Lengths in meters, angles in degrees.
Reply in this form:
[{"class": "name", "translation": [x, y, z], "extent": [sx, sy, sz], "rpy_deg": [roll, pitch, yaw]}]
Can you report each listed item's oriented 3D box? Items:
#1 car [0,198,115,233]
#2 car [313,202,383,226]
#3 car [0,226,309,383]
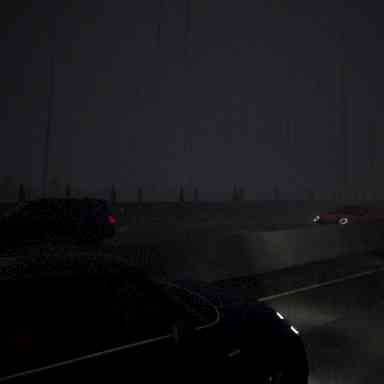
[{"class": "car", "translation": [-5.726, 1.245, 12.805], "extent": [5.566, 2.045, 2.150], "rpy_deg": [1, 0, -35]}, {"class": "car", "translation": [8.922, 1.519, 18.948], "extent": [4.553, 1.767, 2.097], "rpy_deg": [1, 0, -35]}, {"class": "car", "translation": [-0.991, 1.359, 3.039], "extent": [4.553, 1.767, 2.097], "rpy_deg": [1, 0, -35]}]
